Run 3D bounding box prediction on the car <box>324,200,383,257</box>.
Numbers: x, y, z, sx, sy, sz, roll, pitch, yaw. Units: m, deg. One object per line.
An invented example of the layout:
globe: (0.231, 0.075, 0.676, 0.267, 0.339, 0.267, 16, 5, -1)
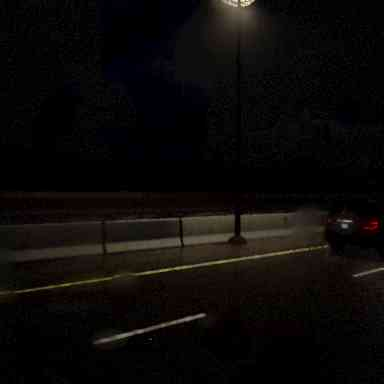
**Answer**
car: (7.760, 1.349, 13.700, 5.566, 2.045, 2.150, 0, 0, -35)
